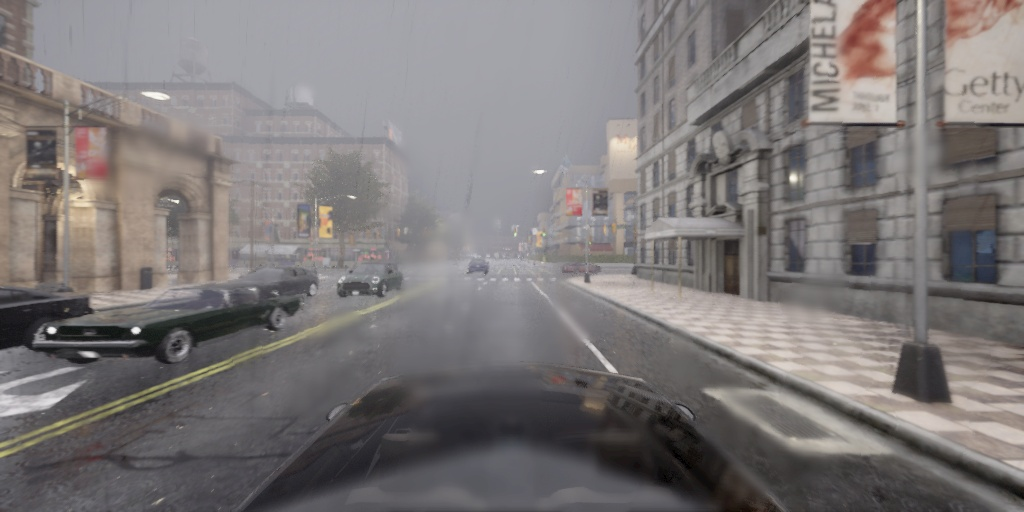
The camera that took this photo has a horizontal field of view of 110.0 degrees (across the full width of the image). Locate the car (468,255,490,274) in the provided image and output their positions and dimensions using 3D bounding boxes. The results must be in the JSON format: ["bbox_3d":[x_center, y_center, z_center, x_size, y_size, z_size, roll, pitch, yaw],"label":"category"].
[{"bbox_3d":[-3.695,1.085,40.606,2.097,1.767,4.553,0,0,-1],"label":"car"}]

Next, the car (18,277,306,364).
[{"bbox_3d":[-7.102,1.348,8.235,1.895,1.301,4.718,0,0,0],"label":"car"}]

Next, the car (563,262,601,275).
[{"bbox_3d":[7.722,1.298,39.471,4.181,1.385,1.994,0,0,-23],"label":"car"}]

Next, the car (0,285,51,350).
[{"bbox_3d":[-10.600,1.225,6.135,1.882,1.535,5.008,0,0,0],"label":"car"}]

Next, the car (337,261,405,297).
[{"bbox_3d":[-7.121,1.094,18.546,2.097,1.767,4.553,0,0,0],"label":"car"}]

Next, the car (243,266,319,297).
[{"bbox_3d":[-10.615,1.248,16.140,1.837,1.490,4.892,0,0,0],"label":"car"}]
